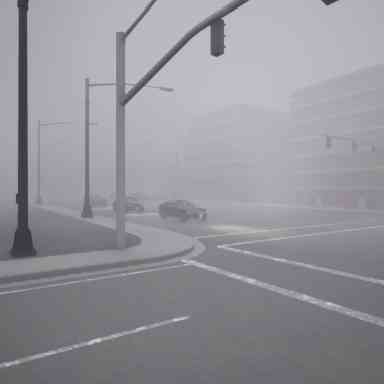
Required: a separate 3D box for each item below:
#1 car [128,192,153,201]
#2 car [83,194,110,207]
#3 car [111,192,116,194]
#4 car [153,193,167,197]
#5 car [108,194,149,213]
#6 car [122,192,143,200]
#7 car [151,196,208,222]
[{"bbox_3d":[-8.916,0.844,55.760,1.882,1.535,5.008,0,1,-34],"label":"car"},{"bbox_3d":[-12.277,1.013,41.901,1.882,1.535,5.008,0,1,-34],"label":"car"},{"bbox_3d":[-14.795,0.708,64.371,1.837,1.490,4.892,0,1,-34],"label":"car"},{"bbox_3d":[-6.026,0.858,57.734,2.128,1.511,4.902,0,1,-34],"label":"car"},{"bbox_3d":[-6.487,1.242,33.404,1.812,1.442,4.674,0,1,-34],"label":"car"},{"bbox_3d":[-11.904,0.750,66.344,2.033,1.411,5.357,0,1,-34],"label":"car"},{"bbox_3d":[-0.765,1.358,25.018,2.128,1.511,4.902,0,1,-34],"label":"car"}]
